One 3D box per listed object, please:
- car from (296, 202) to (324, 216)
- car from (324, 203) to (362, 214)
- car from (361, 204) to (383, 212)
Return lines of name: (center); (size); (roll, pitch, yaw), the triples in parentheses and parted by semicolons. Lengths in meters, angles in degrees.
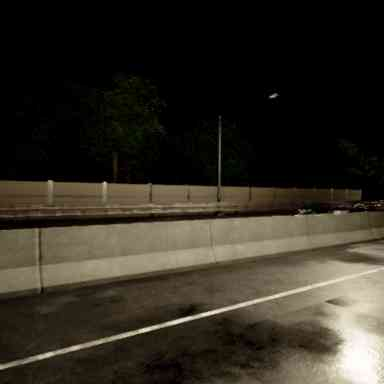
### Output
car: (12.912, 1.822, 34.698); (4.674, 1.442, 1.812); (1, 0, -35)
car: (15.405, 1.793, 32.177); (4.902, 1.511, 2.128); (1, 0, -35)
car: (17.089, 1.862, 29.079); (4.181, 1.385, 1.994); (1, 0, -35)
